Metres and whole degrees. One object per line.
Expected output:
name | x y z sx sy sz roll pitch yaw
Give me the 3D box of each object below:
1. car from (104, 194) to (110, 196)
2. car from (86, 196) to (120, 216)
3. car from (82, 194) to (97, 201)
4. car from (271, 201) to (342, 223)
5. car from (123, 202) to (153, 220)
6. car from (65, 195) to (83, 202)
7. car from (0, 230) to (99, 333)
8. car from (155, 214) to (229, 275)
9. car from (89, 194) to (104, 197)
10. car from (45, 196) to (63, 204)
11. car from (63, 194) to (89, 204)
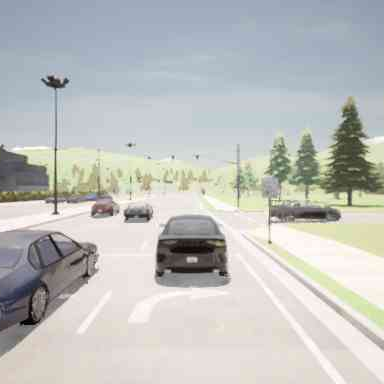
car | -19.698 1.170 76.178 1.994 1.385 4.181 0 0 0
car | -7.731 1.375 29.892 1.812 1.442 4.674 0 0 -2
car | -23.199 1.175 75.385 1.994 1.385 4.181 0 0 0
car | 8.092 1.370 23.708 4.902 1.511 2.128 0 0 0
car | -4.081 1.469 26.071 1.895 1.301 4.718 0 0 -2
car | -23.211 1.268 65.483 1.895 1.301 4.718 0 0 0
car | -3.477 1.512 6.904 2.033 1.411 5.357 0 0 -1
car | -0.030 1.425 10.268 1.882 1.535 5.008 0 0 -1
car | -19.710 1.147 66.109 1.882 1.535 5.008 0 0 0
car | -23.221 1.318 56.590 1.895 1.301 4.718 0 0 0
car | -19.721 1.221 56.653 1.837 1.490 4.892 0 0 0
